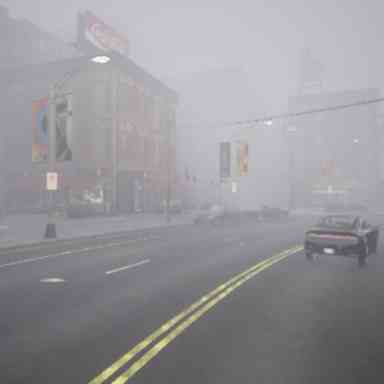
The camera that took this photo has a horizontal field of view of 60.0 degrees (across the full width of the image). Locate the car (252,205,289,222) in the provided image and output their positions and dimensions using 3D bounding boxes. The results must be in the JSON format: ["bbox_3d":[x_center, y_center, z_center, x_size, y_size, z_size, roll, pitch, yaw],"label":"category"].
[{"bbox_3d":[6.076,1.760,28.266,4.718,1.301,1.895,1,0,-39],"label":"car"}]

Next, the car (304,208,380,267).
[{"bbox_3d":[5.506,1.578,12.007,2.128,1.511,4.902,0,0,35],"label":"car"}]

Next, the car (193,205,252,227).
[{"bbox_3d":[2.092,1.644,24.149,2.002,1.452,4.674,0,0,41],"label":"car"}]
